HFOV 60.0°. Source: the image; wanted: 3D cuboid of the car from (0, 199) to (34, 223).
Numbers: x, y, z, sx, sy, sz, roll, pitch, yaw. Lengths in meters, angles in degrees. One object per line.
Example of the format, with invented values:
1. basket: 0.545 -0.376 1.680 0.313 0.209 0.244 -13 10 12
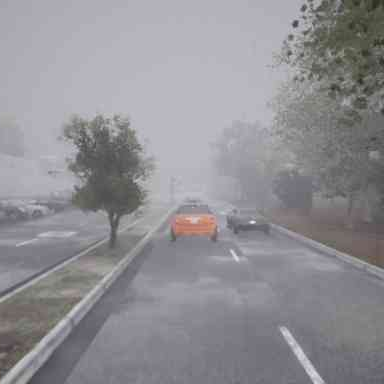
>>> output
1. car: -13.866 1.246 23.270 4.553 1.767 2.185 -1 0 -20

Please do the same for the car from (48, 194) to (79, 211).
1. car: -13.805 1.245 35.298 4.792 1.488 2.163 -1 1 -20

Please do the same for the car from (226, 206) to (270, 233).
1. car: 3.092 1.490 18.987 1.994 1.385 4.181 0 0 0

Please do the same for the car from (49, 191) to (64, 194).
1. car: -13.810 0.925 38.298 5.566 2.045 2.435 -1 1 -20

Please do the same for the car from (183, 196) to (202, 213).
1. car: 0.085 1.233 34.993 1.837 1.490 4.892 0 1 0

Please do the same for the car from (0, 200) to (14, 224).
1. car: -13.837 1.447 20.283 4.674 1.452 2.002 -1 0 -20

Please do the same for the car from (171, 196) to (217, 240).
1. car: 0.093 1.296 16.668 2.097 1.767 4.553 0 0 0

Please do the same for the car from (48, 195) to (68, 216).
1. car: -13.825 1.297 29.282 5.008 1.535 2.097 -1 1 -20

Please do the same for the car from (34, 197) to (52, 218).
1. car: -13.836 1.376 26.282 4.674 1.452 2.002 -1 0 -20
